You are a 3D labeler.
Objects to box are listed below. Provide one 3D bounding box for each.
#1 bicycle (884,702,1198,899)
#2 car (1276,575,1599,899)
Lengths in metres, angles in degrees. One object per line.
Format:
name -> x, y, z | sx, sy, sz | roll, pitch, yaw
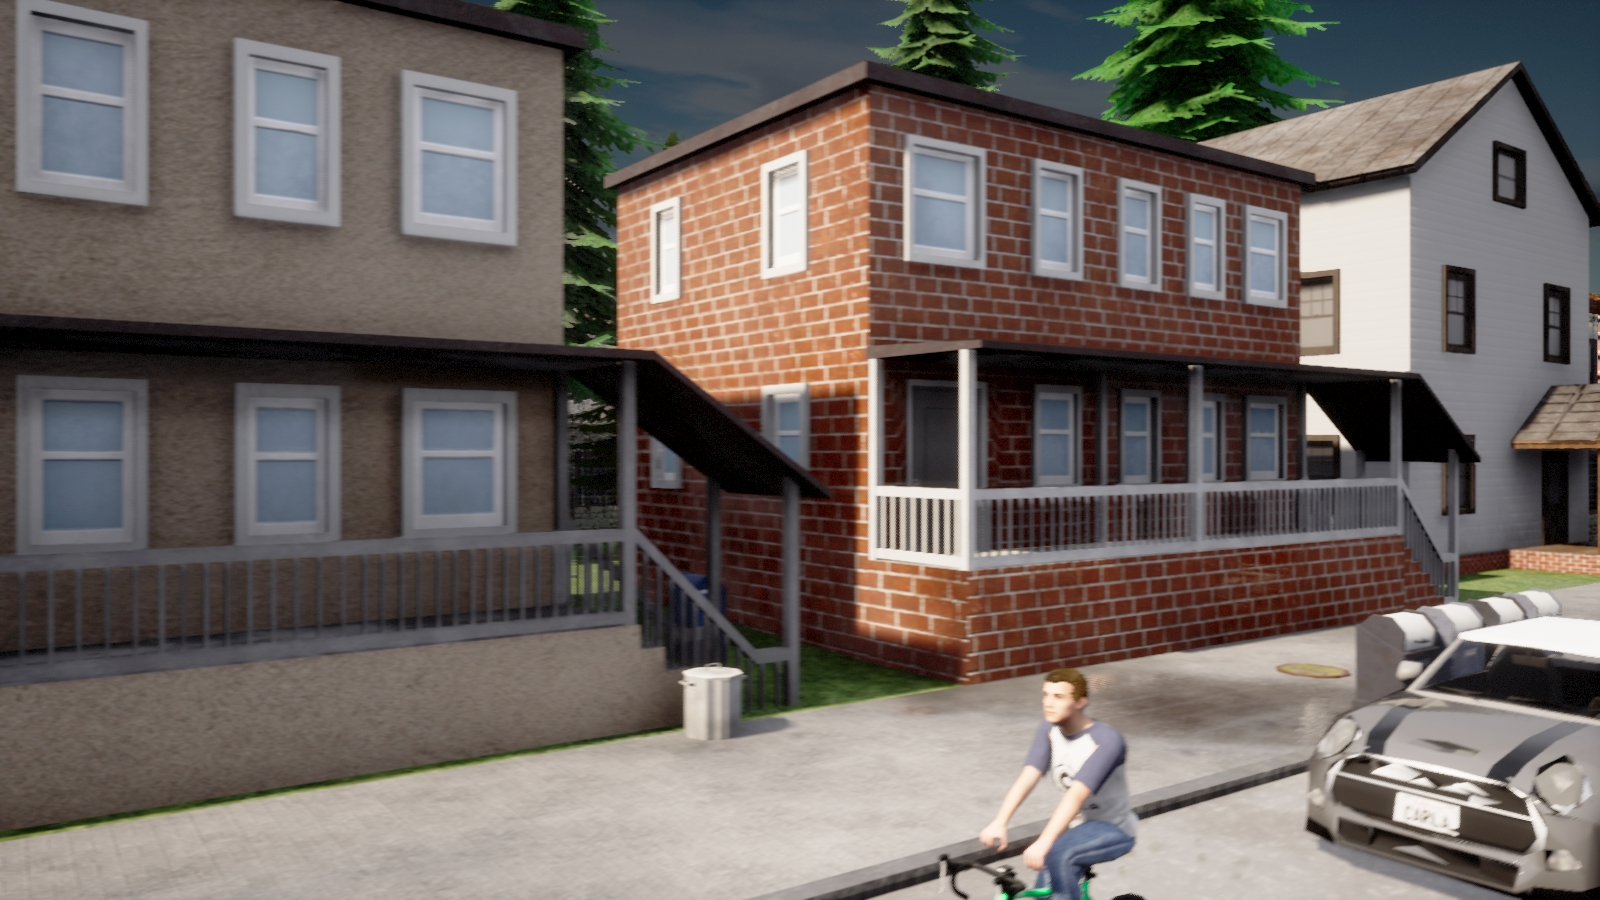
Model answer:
bicycle -> 1.140, 1.936, 5.195 | 1.643, 1.296, 0.373 | 0, 0, -35
car -> 5.420, 1.845, 8.214 | 3.806, 1.475, 1.970 | 0, 0, -35
